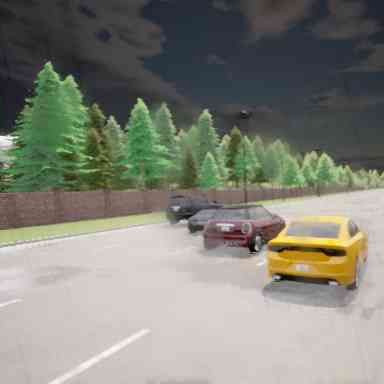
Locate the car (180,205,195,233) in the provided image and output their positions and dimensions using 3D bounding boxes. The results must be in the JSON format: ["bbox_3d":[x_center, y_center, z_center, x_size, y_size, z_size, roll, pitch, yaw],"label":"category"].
[{"bbox_3d":[1.478,1.525,19.013,1.994,1.385,4.181,-2,0,31],"label":"car"}]

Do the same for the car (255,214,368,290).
[{"bbox_3d":[3.574,1.378,9.024,1.882,1.535,5.008,-2,0,31],"label":"car"}]

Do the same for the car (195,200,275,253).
[{"bbox_3d":[2.293,1.289,13.648,2.097,1.767,4.553,-2,0,31],"label":"car"}]

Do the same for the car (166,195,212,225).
[{"bbox_3d":[0.353,1.214,23.898,2.150,2.045,5.566,-2,0,31],"label":"car"}]
